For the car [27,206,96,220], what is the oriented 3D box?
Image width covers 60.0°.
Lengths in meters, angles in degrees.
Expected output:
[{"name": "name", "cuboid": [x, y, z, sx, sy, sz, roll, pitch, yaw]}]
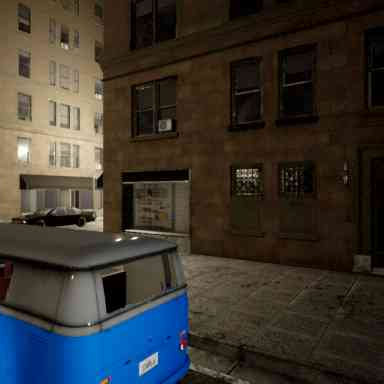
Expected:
[{"name": "car", "cuboid": [-8.771, 1.627, 21.486, 2.033, 1.411, 5.357, 0, 0, 33]}]

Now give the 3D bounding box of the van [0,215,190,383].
[{"name": "van", "cuboid": [-1.948, 1.341, 4.074, 3.998, 1.788, 1.690, 0, 0, 33]}]
